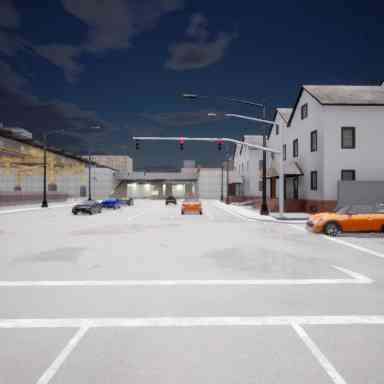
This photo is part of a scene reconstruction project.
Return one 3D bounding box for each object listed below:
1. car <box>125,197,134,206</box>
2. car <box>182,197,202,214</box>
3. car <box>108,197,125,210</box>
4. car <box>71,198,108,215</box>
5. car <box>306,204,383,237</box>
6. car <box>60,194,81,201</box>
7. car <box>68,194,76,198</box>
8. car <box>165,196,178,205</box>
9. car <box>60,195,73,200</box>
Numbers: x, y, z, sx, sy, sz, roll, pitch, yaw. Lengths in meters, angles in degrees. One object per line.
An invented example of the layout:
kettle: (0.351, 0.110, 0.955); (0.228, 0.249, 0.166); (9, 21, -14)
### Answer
car: (-10.718, 1.526, 54.343); (1.812, 1.442, 4.674); (0, 0, 0)
car: (-0.011, 1.352, 35.736); (2.097, 1.767, 4.553); (0, 0, 0)
car: (-10.703, 1.478, 44.068); (1.882, 1.535, 5.008); (0, 0, 0)
car: (-10.683, 1.547, 34.345); (2.033, 1.411, 5.357); (0, 0, 0)
car: (8.710, 1.441, 18.249); (4.553, 1.767, 2.097); (-1, 0, 2)
car: (-32.686, 1.452, 89.596); (2.038, 1.542, 4.974); (0, 0, 28)
car: (-31.884, 1.452, 84.231); (2.038, 1.542, 4.974); (0, 0, -37)
car: (-3.641, 1.505, 58.578); (1.837, 1.490, 4.892); (0, 0, 0)
car: (-31.915, 1.295, 84.273); (1.853, 1.218, 4.536); (0, 0, -37)
